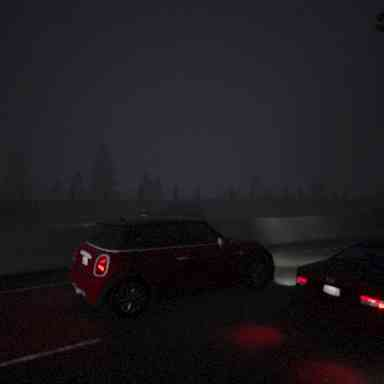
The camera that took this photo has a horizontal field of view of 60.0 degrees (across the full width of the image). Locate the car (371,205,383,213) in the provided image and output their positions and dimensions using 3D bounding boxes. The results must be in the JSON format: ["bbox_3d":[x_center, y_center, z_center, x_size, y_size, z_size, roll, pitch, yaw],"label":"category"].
[{"bbox_3d":[17.153,1.487,27.480,5.008,1.535,1.882,0,0,-18],"label":"car"}]

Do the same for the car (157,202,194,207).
[{"bbox_3d":[-1.434,1.453,23.232,4.892,1.490,1.837,0,0,-28],"label":"car"}]

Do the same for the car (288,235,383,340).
[{"bbox_3d":[4.284,1.538,6.282,5.357,1.411,2.033,0,0,-30],"label":"car"}]

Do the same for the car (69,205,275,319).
[{"bbox_3d":[-0.265,1.330,7.512,4.553,1.767,2.097,0,0,-33],"label":"car"}]
